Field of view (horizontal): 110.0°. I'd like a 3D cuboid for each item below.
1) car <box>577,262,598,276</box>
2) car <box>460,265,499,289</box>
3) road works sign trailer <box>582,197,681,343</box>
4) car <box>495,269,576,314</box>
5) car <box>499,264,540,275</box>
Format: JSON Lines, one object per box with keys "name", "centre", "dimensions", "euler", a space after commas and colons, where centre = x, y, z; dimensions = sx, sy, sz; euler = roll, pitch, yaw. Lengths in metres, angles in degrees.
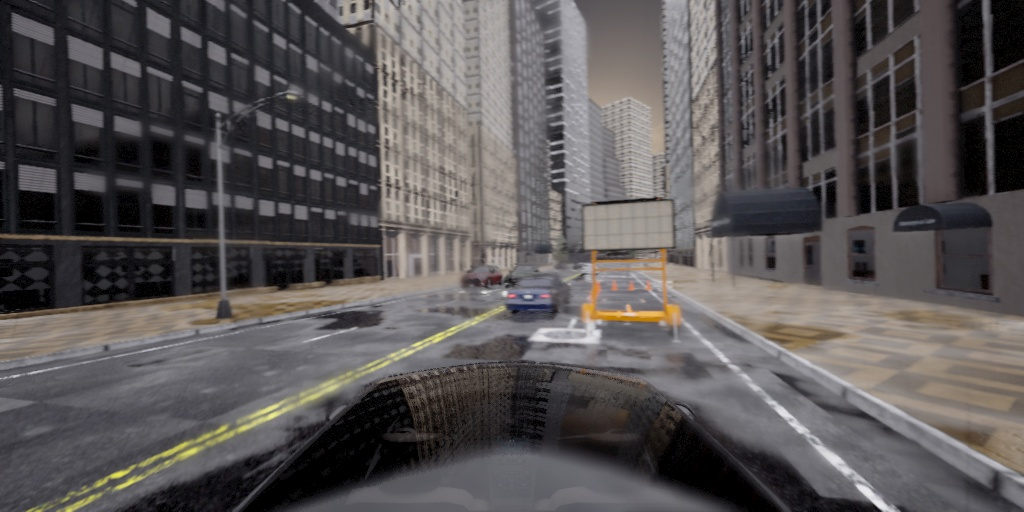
{"name": "car", "centre": [9.038, 1.584, 41.777], "dimensions": [1.812, 1.442, 4.674], "euler": [-2, -1, 16]}
{"name": "car", "centre": [-2.180, 1.485, 26.883], "dimensions": [2.097, 1.767, 4.553], "euler": [-2, -1, 16]}
{"name": "road works sign trailer", "centre": [3.248, 0.244, 9.910], "dimensions": [2.380, 3.560, 2.880], "euler": [0, 0, 17]}
{"name": "car", "centre": [1.244, 1.435, 14.453], "dimensions": [2.033, 1.411, 5.357], "euler": [-2, -1, 16]}
{"name": "car", "centre": [0.952, 1.398, 26.020], "dimensions": [2.097, 1.767, 4.553], "euler": [-2, -1, 16]}
